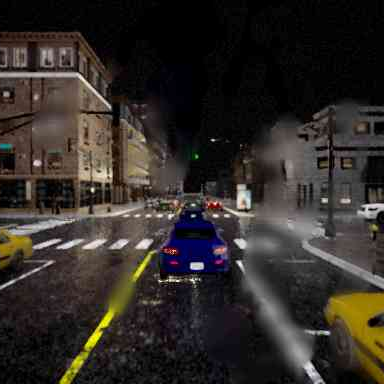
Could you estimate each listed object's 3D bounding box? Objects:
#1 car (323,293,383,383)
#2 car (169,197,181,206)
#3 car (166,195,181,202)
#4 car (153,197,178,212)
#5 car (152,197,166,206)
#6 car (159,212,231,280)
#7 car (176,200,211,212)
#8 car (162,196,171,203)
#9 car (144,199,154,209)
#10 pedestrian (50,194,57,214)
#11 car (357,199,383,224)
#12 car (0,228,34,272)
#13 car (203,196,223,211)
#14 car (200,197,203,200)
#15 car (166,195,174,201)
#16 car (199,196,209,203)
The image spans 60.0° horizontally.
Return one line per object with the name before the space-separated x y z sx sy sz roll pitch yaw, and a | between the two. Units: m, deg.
car | 2.686 1.528 2.841 1.752 1.417 4.829 0 0 0
car | -2.998 1.656 59.264 1.994 1.385 4.181 0 0 0
car | -3.076 1.423 49.265 2.097 1.767 4.553 0 0 0
car | -3.096 1.615 39.465 1.994 1.385 4.181 0 0 0
car | -5.694 1.640 57.918 2.008 1.369 4.403 0 0 0
car | 0.000 1.536 9.936 1.812 1.442 4.674 0 0 -3
car | 0.102 1.584 24.744 1.994 1.385 4.181 0 0 0
car | -5.694 1.655 74.837 1.752 1.417 4.829 0 0 0
car | -5.694 1.616 46.524 2.008 1.369 4.403 0 0 0
pedestrian | -12.629 1.103 30.253 0.375 1.860 0.375 0 0 0
car | 15.485 1.276 24.928 5.566 2.045 2.150 0 0 0
car | -5.695 1.534 8.202 1.752 1.417 4.829 0 0 0
car | 2.685 1.494 40.839 1.967 1.590 4.097 0 0 0
car | 2.686 1.659 52.233 1.802 1.307 4.206 0 0 0
car | -5.696 1.601 86.400 1.967 1.590 4.097 0 0 0
car | 2.686 1.681 75.020 2.008 1.369 4.403 -1 0 0
